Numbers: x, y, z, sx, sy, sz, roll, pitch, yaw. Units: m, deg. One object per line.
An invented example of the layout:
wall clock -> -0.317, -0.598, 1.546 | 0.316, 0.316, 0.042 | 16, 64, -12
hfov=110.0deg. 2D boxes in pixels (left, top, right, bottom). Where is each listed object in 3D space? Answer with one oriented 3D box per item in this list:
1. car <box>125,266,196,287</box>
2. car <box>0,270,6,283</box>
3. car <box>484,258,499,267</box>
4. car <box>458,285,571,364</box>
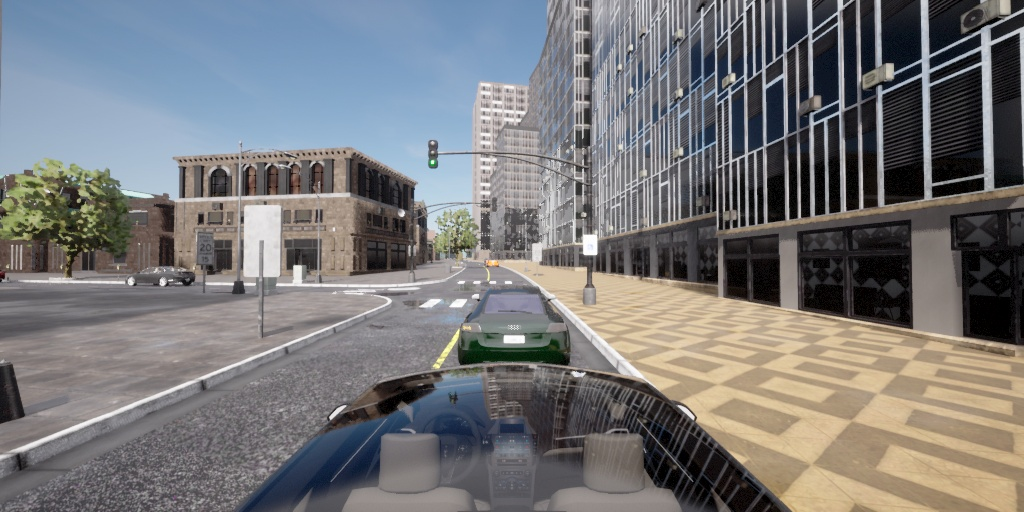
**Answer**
car -> -24.213, 1.379, 24.703 | 4.403, 1.370, 2.007 | 0, 0, 9
car -> -41.451, 1.380, 27.460 | 4.507, 1.381, 1.888 | 0, 0, 9
car -> -3.557, 1.096, 64.688 | 2.097, 1.767, 4.553 | 0, 0, -7
car -> 0.039, 1.315, 7.797 | 1.994, 1.385, 4.181 | 0, 0, 0
